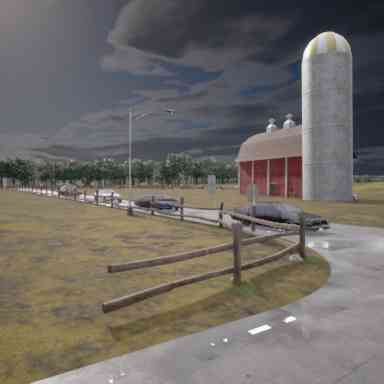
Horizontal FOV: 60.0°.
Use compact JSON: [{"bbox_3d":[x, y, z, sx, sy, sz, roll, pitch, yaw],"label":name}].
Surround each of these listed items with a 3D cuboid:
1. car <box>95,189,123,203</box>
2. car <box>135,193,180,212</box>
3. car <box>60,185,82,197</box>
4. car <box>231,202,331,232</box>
[{"bbox_3d":[-9.245,0.424,36.547,1.812,1.442,4.674,-1,2,-35],"label":"car"},{"bbox_3d":[-2.864,0.805,27.581,2.033,1.411,5.357,-1,2,-36],"label":"car"},{"bbox_3d":[-17.672,-0.198,48.520,2.097,1.767,4.553,-1,2,-35],"label":"car"},{"bbox_3d":[4.389,1.229,17.392,2.033,1.411,5.357,-1,2,-35],"label":"car"}]
